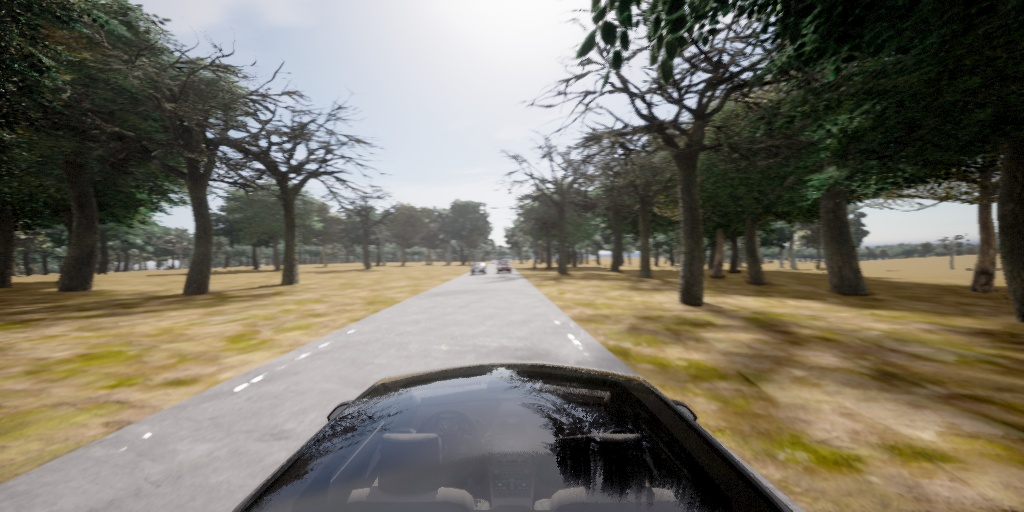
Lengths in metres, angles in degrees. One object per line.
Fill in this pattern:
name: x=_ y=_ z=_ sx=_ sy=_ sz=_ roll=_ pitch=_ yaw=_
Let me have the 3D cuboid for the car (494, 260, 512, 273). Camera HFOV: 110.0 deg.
car: x=-1.032 y=1.589 z=47.566 sx=1.895 sy=1.301 sz=4.718 roll=-2 pitch=0 yaw=-2

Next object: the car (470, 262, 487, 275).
car: x=-4.143 y=1.566 z=44.986 sx=2.128 sy=1.511 sz=4.902 roll=-2 pitch=0 yaw=-1
